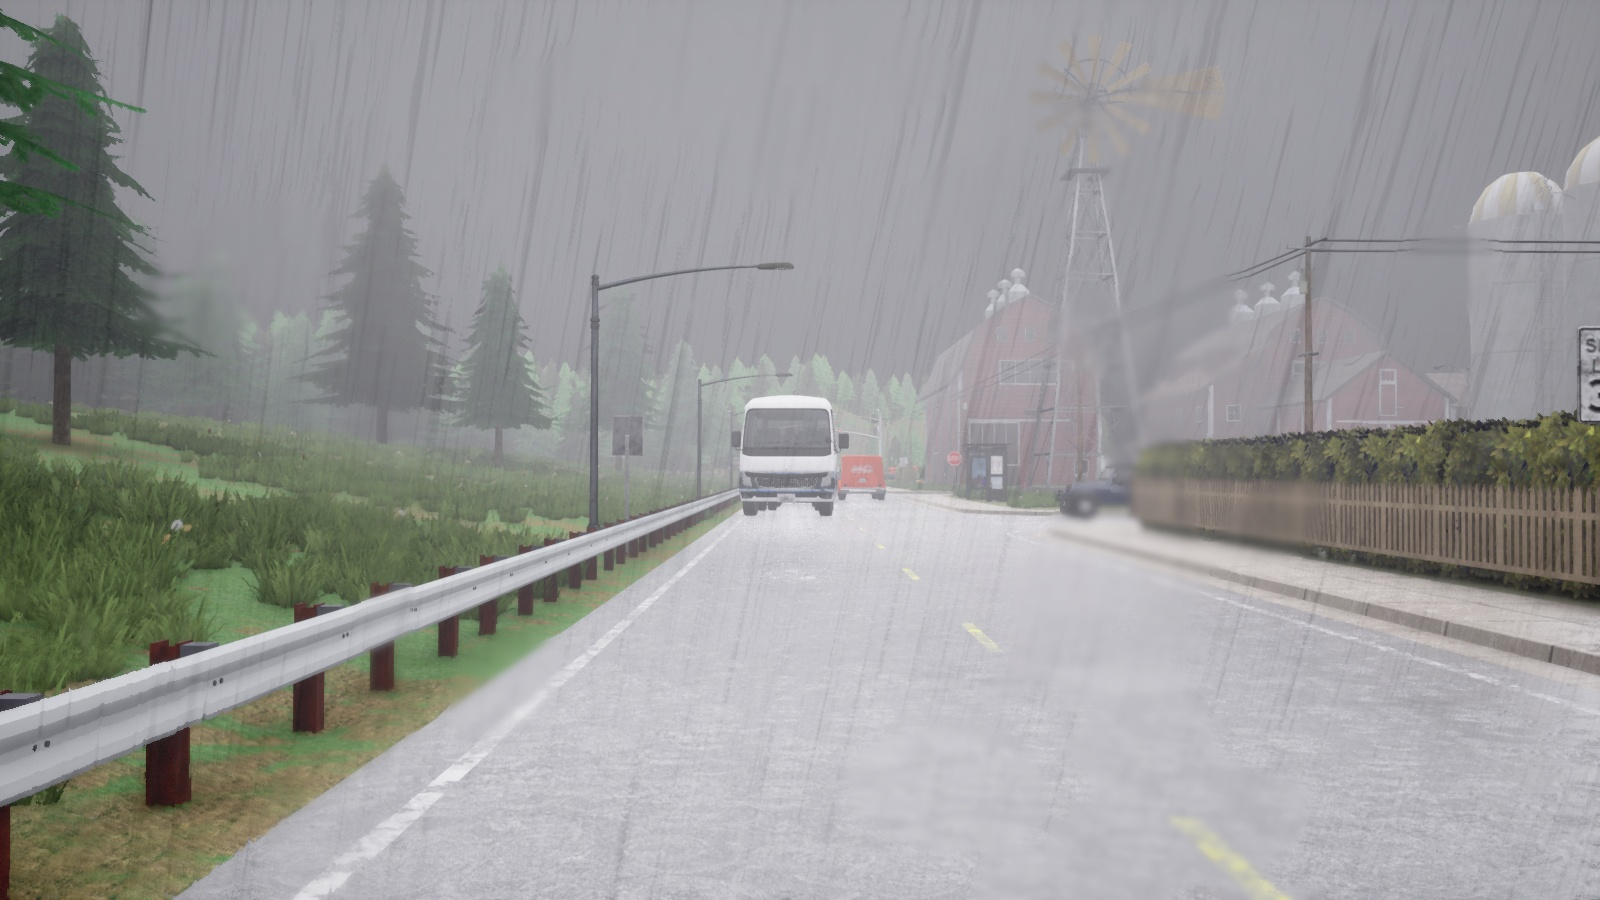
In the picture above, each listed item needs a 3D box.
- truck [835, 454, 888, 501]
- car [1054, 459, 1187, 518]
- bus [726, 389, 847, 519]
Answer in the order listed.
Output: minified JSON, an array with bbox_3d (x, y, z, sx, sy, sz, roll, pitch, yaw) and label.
[{"bbox_3d":[3.336,1.488,69.262,2.627,2.467,5.204,0,0,0],"label":"truck"},{"bbox_3d":[10.459,1.259,41.202,3.866,1.878,1.905,0,-1,-1],"label":"car"},{"bbox_3d":[-0.270,0.221,46.673,3.944,4.253,10.273,0,-1,2],"label":"bus"}]
